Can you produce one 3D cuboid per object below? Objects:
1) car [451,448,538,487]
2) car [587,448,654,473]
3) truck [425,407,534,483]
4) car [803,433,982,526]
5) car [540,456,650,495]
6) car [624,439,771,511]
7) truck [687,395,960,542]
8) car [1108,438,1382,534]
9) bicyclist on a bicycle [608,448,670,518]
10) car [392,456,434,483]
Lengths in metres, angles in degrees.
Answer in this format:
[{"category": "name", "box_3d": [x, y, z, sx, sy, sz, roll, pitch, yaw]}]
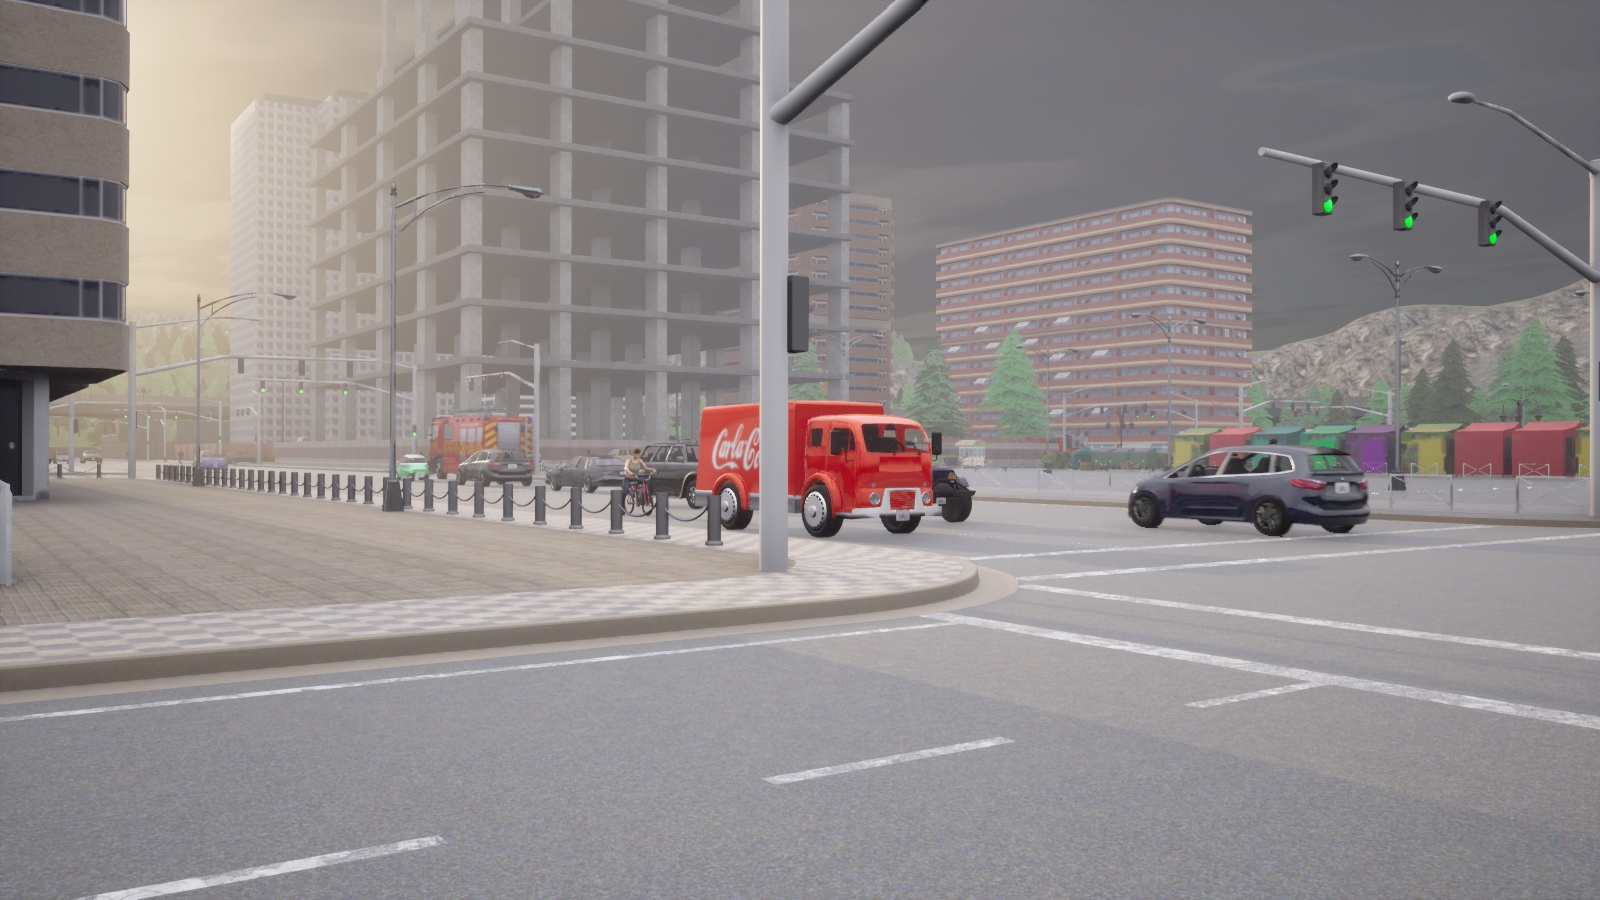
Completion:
[{"category": "car", "box_3d": [-13.706, 0.756, 56.183, 2.242, 1.667, 4.611, 0, 0, -35]}, {"category": "car", "box_3d": [-13.560, 0.767, 95.001, 4.605, 1.855, 1.932, 0, 0, -35]}, {"category": "truck", "box_3d": [-17.331, -0.218, 67.460, 2.891, 3.827, 8.468, 0, 0, -35]}, {"category": "car", "box_3d": [1.961, 0.604, 27.694, 1.905, 1.878, 3.866, 0, 0, -35]}, {"category": "car", "box_3d": [-7.881, 0.926, 47.858, 2.033, 1.411, 5.357, 0, 0, -35]}, {"category": "car", "box_3d": [-2.904, 0.652, 34.644, 1.932, 1.855, 4.605, 0, 0, -36]}, {"category": "truck", "box_3d": [0.298, 0.316, 23.968, 2.627, 2.467, 5.204, 0, 0, -35]}, {"category": "car", "box_3d": [8.519, 0.631, 24.439, 2.242, 1.667, 4.611, 0, 0, -33]}, {"category": "bicyclist on a bicycle", "box_3d": [-3.851, 0.763, 29.902, 0.866, 1.612, 1.509, 0, 0, -35]}, {"category": "car", "box_3d": [-20.153, 1.002, 65.389, 1.481, 1.376, 2.207, 0, 0, -35]}]
